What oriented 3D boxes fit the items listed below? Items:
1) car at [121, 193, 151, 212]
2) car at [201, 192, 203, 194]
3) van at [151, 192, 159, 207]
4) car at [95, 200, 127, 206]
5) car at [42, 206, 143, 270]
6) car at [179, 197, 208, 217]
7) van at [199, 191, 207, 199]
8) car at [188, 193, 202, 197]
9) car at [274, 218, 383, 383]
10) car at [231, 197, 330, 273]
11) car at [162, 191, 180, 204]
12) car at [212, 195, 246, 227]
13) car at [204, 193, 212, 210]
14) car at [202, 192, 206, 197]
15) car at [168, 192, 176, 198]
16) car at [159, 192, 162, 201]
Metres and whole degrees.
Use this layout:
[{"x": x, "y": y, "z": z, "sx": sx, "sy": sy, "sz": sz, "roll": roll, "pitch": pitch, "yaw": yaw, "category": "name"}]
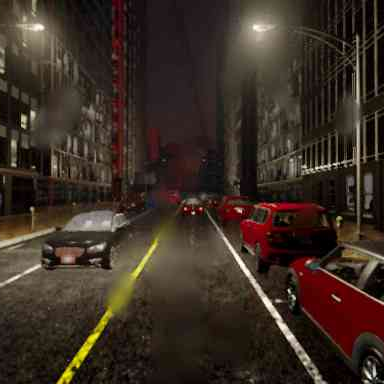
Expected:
[{"x": -5.676, "y": 1.092, "z": 32.479, "sx": 2.192, "sy": 1.841, "sz": 5.009, "roll": 1, "pitch": 0, "yaw": 0, "category": "car"}, {"x": 2.697, "y": 1.149, "z": 55.065, "sx": 1.752, "sy": 1.417, "sz": 4.829, "roll": 1, "pitch": 0, "yaw": 0, "category": "car"}, {"x": -5.687, "y": 1.042, "z": 43.630, "sx": 1.690, "sy": 1.788, "sz": 3.998, "roll": 1, "pitch": 0, "yaw": 0, "category": "van"}, {"x": -5.680, "y": 1.434, "z": 21.331, "sx": 1.802, "sy": 1.307, "sz": 4.206, "roll": 1, "pitch": 0, "yaw": 0, "category": "car"}, {"x": -3.101, "y": 1.416, "z": 10.773, "sx": 2.128, "sy": 1.511, "sz": 4.902, "roll": 0, "pitch": 0, "yaw": 0, "category": "car"}, {"x": 0.097, "y": 1.400, "z": 29.046, "sx": 1.895, "sy": 1.301, "sz": 4.718, "roll": 0, "pitch": 0, "yaw": 0, "category": "car"}, {"x": 2.697, "y": 0.780, "z": 82.779, "sx": 1.690, "sy": 1.788, "sz": 3.998, "roll": 1, "pitch": 0, "yaw": 0, "category": "van"}, {"x": 0.093, "y": 1.220, "z": 44.575, "sx": 1.812, "sy": 1.442, "sz": 4.674, "roll": 0, "pitch": 0, "yaw": 0, "category": "car"}, {"x": 2.706, "y": 1.407, "z": 4.699, "sx": 1.967, "sy": 1.590, "sz": 4.097, "roll": 1, "pitch": 0, "yaw": 0, "category": "car"}, {"x": 2.707, "y": 1.243, "z": 10.276, "sx": 2.192, "sy": 1.841, "sz": 5.009, "roll": 1, "pitch": 0, "yaw": 0, "category": "car"}, {"x": -3.066, "y": 0.853, "z": 53.786, "sx": 2.150, "sy": 2.045, "sz": 5.566, "roll": 0, "pitch": 0, "yaw": 0, "category": "car"}, {"x": 2.706, "y": 1.167, "z": 21.431, "sx": 2.192, "sy": 1.841, "sz": 5.009, "roll": 1, "pitch": 0, "yaw": 0, "category": "car"}, {"x": 2.701, "y": 1.178, "z": 38.162, "sx": 1.967, "sy": 1.590, "sz": 4.097, "roll": 1, "pitch": 0, "yaw": 0, "category": "car"}, {"x": 2.700, "y": 1.140, "z": 43.739, "sx": 1.967, "sy": 1.590, "sz": 4.097, "roll": 1, "pitch": 0, "yaw": 0, "category": "car"}, {"x": -5.653, "y": 0.806, "z": 93.807, "sx": 1.967, "sy": 1.590, "sz": 4.097, "roll": 1, "pitch": 0, "yaw": 0, "category": "car"}, {"x": -5.647, "y": 0.903, "z": 60.355, "sx": 2.192, "sy": 1.841, "sz": 5.009, "roll": 1, "pitch": 0, "yaw": 0, "category": "car"}]
